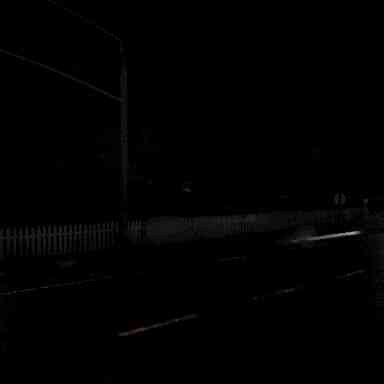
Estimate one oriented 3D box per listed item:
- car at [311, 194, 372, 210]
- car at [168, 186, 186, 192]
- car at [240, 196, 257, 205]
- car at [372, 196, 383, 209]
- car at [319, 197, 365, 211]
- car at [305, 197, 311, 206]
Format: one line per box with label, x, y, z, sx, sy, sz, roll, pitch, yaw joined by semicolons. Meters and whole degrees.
car;17.382;1.218;38.987;2.150;2.045;5.566;0;0;-37
car;-2.983;-0.434;66.152;1.837;1.490;4.892;0;7;-37
car;8.247;0.923;51.058;2.150;2.045;5.566;0;4;-37
car;24.322;1.347;41.426;2.097;1.767;4.553;0;0;-37
car;19.106;1.483;42.510;2.128;1.511;4.902;0;0;-37
car;18.618;1.444;48.948;1.882;1.535;5.008;0;1;-37
